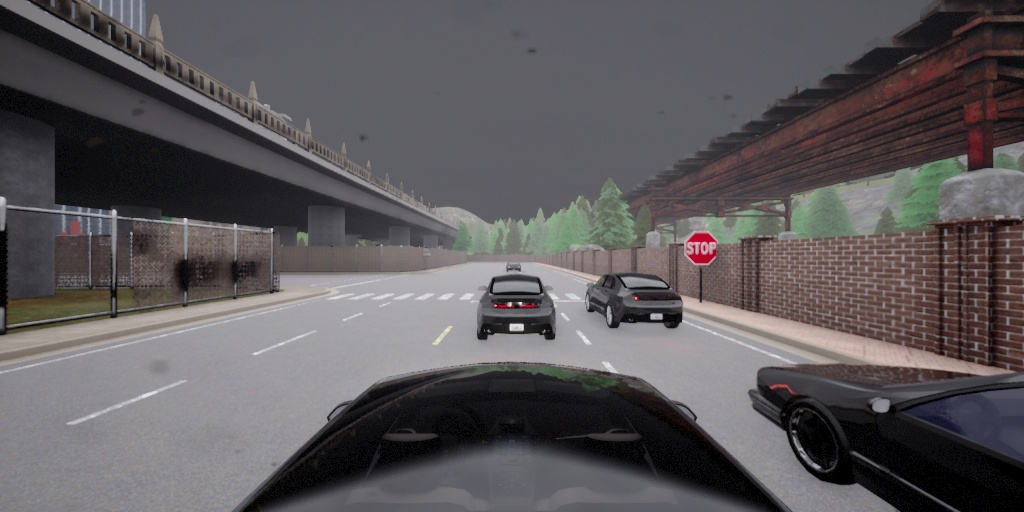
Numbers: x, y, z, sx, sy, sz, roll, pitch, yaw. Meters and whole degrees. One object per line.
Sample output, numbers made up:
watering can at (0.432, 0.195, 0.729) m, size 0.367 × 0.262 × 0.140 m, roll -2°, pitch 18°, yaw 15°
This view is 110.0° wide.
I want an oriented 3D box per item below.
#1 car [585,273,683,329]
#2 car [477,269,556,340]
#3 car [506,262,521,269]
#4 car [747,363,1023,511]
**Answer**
car at (3.604, 1.264, 11.337) m, size 1.837 × 1.490 × 4.892 m, roll 0°, pitch 0°, yaw 0°
car at (0.102, 1.263, 9.979) m, size 1.837 × 1.490 × 4.892 m, roll 0°, pitch 0°, yaw 0°
car at (0.202, 1.393, 46.263) m, size 1.895 × 1.301 × 4.718 m, roll 0°, pitch 0°, yaw -1°
car at (3.600, 1.297, 1.591) m, size 2.033 × 1.411 × 5.357 m, roll 0°, pitch 0°, yaw 0°
